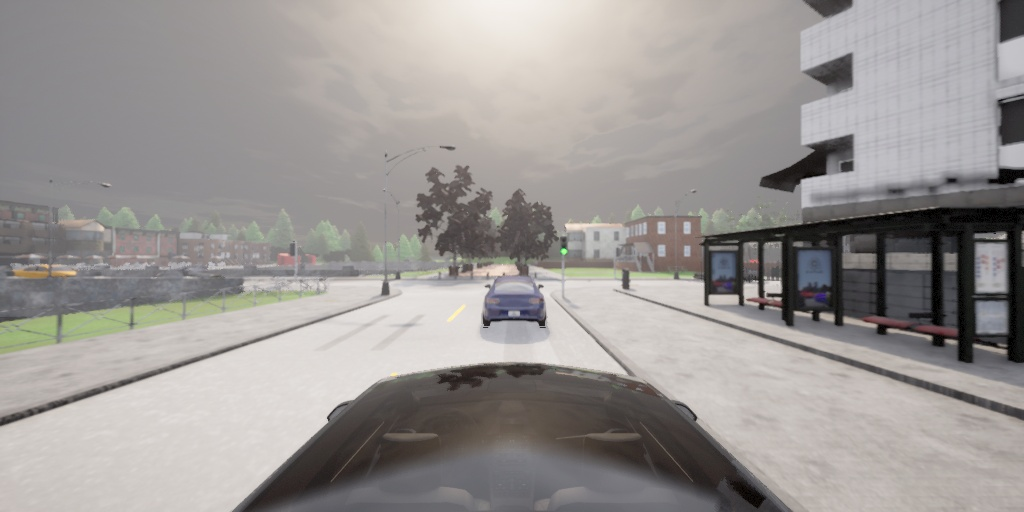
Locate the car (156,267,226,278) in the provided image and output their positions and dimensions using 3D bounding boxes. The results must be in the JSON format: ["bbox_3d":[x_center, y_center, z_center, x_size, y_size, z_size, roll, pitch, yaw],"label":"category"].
[{"bbox_3d":[-24.206,1.517,27.111,4.181,1.385,1.994,0,0,0],"label":"car"}]

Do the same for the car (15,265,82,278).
[{"bbox_3d":[-34.655,1.430,27.119,5.008,1.535,1.882,0,0,0],"label":"car"}]

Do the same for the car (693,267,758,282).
[{"bbox_3d":[18.814,1.539,31.305,5.357,1.411,2.033,0,0,0],"label":"car"}]

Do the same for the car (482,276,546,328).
[{"bbox_3d":[0.075,1.356,11.670,1.812,1.442,4.674,0,0,0],"label":"car"}]
